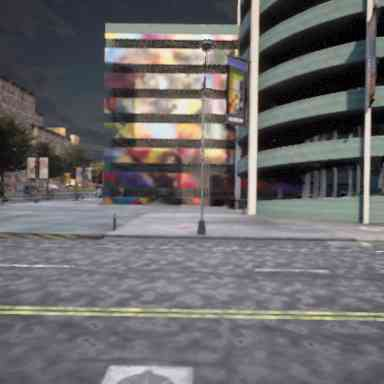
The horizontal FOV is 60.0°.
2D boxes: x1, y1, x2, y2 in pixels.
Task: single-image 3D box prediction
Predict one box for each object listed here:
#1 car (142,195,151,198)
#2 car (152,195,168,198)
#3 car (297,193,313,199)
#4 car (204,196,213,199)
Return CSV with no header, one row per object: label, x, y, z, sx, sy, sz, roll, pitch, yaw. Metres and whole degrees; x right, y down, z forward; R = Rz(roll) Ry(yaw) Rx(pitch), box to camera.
car,-8.521,1.063,62.642,2.161,1.482,4.786,1,0,0
car,-4.497,1.076,50.412,2.002,1.452,4.674,1,0,0
car,21.583,1.165,62.823,2.435,2.045,5.566,1,0,0
car,3.074,1.302,62.136,1.895,1.301,4.718,1,0,0
